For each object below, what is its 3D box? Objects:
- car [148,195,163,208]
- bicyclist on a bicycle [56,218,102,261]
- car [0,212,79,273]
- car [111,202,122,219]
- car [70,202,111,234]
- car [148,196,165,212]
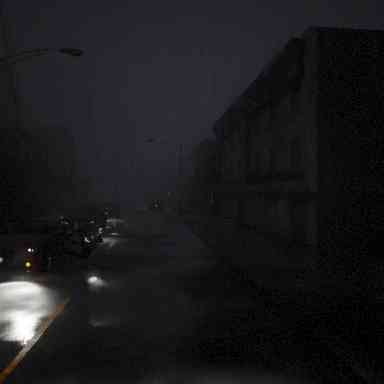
[{"bbox_3d":[-5.287,1.352,49.147,2.097,1.767,4.553,0,0,-5],"label":"car"},{"bbox_3d":[-3.687,1.674,10.797,1.620,1.656,0.582,-1,-2,11],"label":"bicyclist on a bicycle"},{"bbox_3d":[-5.167,1.562,10.503,1.994,1.385,4.181,0,0,-6],"label":"car"},{"bbox_3d":[-7.250,1.564,29.189,1.994,1.385,4.181,0,0,-6],"label":"car"},{"bbox_3d":[-6.161,1.505,19.348,1.837,1.490,4.892,0,0,-6],"label":"car"},{"bbox_3d":[-4.189,1.564,39.310,1.994,1.385,4.181,0,0,-6],"label":"car"}]
